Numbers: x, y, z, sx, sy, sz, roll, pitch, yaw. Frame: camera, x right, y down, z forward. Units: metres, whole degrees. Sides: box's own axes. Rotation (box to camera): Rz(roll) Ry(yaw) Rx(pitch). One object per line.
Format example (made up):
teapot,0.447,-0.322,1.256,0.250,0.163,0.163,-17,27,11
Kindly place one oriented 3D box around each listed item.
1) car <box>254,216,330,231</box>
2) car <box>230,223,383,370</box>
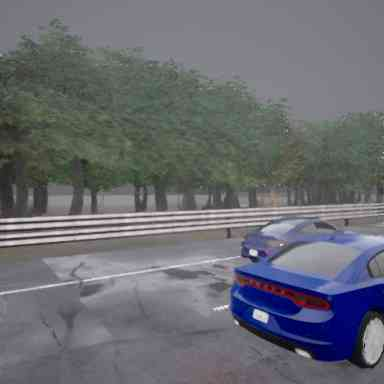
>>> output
car,3.587,1.502,10.489,4.674,1.442,1.812,0,0,-35
car,2.926,1.463,5.768,5.008,1.535,1.882,0,0,-35
